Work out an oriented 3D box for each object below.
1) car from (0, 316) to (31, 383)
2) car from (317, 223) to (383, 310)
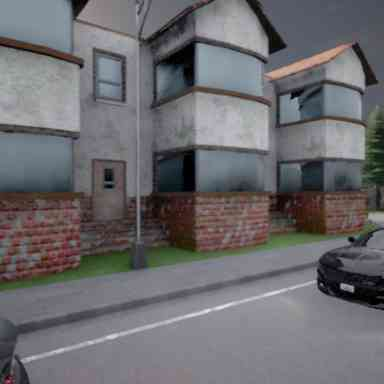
[{"bbox_3d":[-3.397,1.516,1.400,4.892,1.490,1.837,0,0,-36],"label":"car"},{"bbox_3d":[4.831,1.435,7.420,5.008,1.535,1.882,0,0,-35],"label":"car"}]
